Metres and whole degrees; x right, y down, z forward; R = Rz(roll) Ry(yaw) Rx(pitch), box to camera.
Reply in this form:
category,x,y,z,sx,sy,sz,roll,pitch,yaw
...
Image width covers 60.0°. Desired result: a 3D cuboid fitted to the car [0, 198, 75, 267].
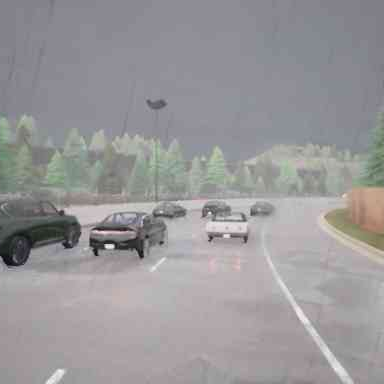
category,x,y,z,sx,sy,sz,roll,pitch,yaw
car,-5.987,1.213,11.627,2.150,2.045,5.566,0,0,7

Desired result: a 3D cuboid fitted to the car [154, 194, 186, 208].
category,x,y,z,sx,sy,sz,roll,pitch,yaw
car,-3.371,1.291,51.940,2.150,2.045,5.566,0,0,30

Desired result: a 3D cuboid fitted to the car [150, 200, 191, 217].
category,x,y,z,sx,sy,sz,roll,pitch,yaw
car,-1.907,1.603,29.072,1.994,1.385,4.181,0,0,18

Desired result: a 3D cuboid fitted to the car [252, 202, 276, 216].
category,x,y,z,sx,sy,sz,roll,pitch,yaw
car,7.130,1.653,33.295,1.994,1.385,4.181,0,0,22

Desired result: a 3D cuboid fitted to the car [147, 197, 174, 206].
category,x,y,z,sx,sy,sz,roll,pitch,yaw
car,-5.239,1.572,55.614,1.837,1.490,4.892,0,0,32

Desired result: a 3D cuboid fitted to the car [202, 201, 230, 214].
category,x,y,z,sx,sy,sz,roll,pitch,yaw
car,2.298,1.566,30.585,1.837,1.490,4.892,0,0,19

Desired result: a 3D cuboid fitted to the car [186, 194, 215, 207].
category,x,y,z,sx,sy,sz,roll,pitch,yaw
car,1.480,1.316,53.173,2.150,2.045,5.566,0,0,32

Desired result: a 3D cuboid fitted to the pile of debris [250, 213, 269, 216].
category,x,y,z,sx,sy,sz,roll,pitch,yaw
pile of debris,6.704,2.262,32.912,1.500,0.140,1.860,0,0,22

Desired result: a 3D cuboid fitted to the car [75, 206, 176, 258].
category,x,y,z,sx,sy,sz,roll,pitch,yaw
car,-2.252,1.502,12.838,2.128,1.511,4.902,0,0,8

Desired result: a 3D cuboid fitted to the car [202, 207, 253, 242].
category,x,y,z,sx,sy,sz,roll,pitch,yaw
car,1.957,1.638,16.760,1.895,1.301,4.718,0,0,11
